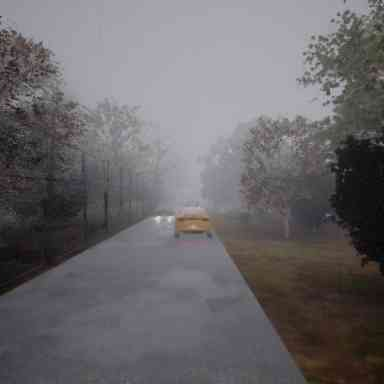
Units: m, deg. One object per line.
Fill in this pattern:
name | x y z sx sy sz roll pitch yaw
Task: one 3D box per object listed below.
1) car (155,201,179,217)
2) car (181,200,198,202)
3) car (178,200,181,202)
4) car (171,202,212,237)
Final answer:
car | -2.879 1.892 36.255 2.033 1.411 5.357 0 -1 0
car | 0.073 1.755 39.248 2.097 1.767 4.553 0 -1 0
car | -2.598 2.609 77.794 2.097 1.767 4.553 0 -1 0
car | 0.060 1.573 18.737 1.882 1.535 5.008 0 -1 0
